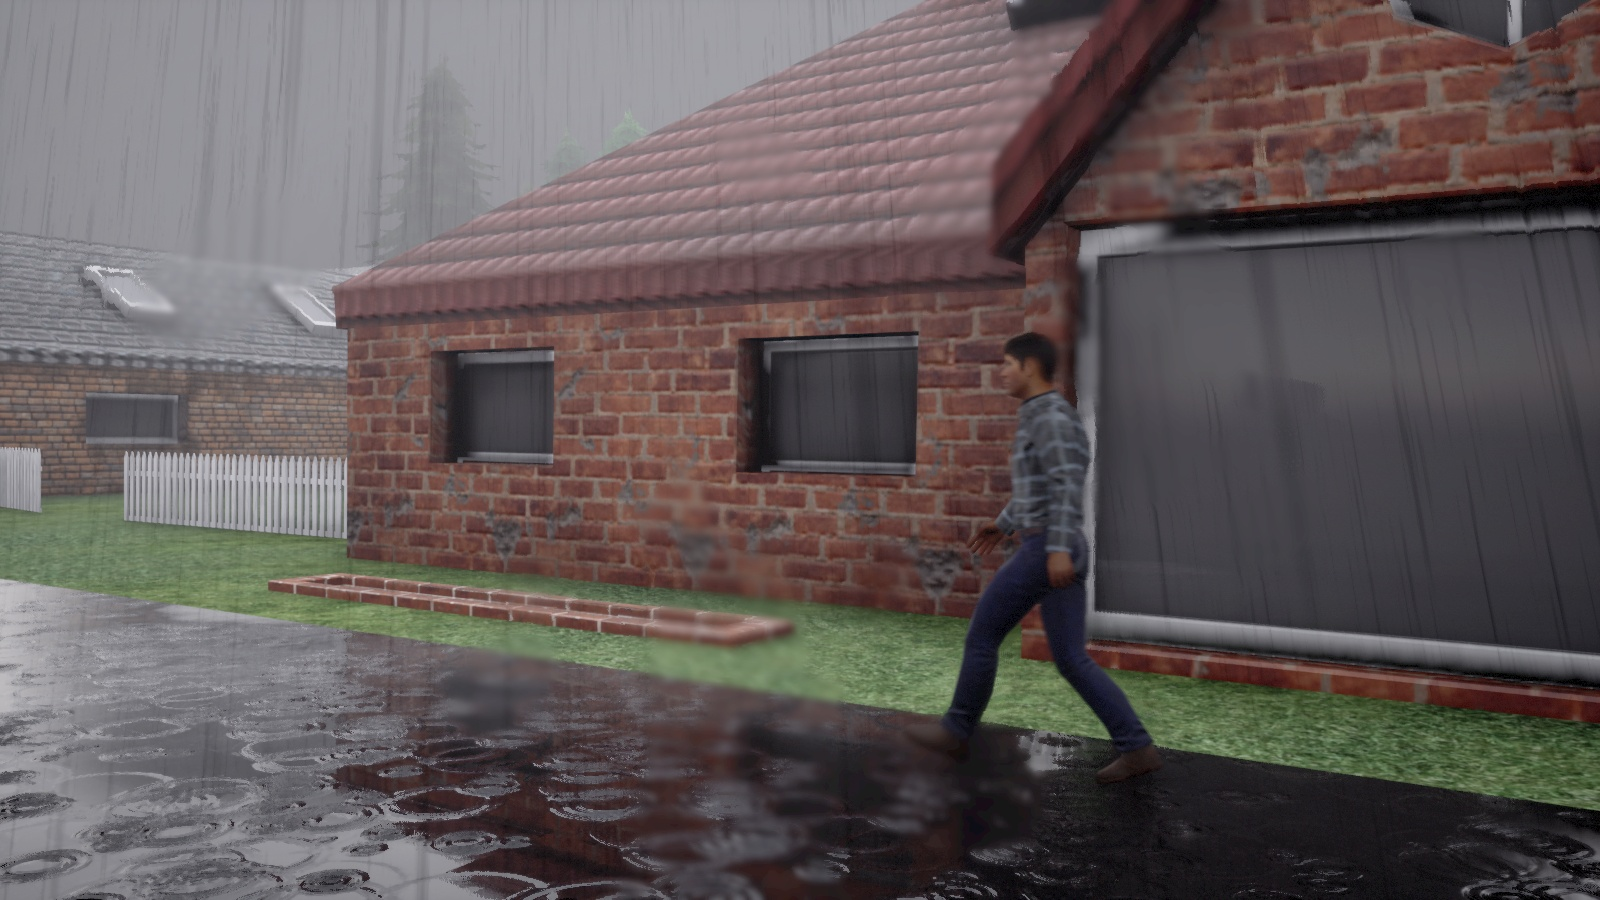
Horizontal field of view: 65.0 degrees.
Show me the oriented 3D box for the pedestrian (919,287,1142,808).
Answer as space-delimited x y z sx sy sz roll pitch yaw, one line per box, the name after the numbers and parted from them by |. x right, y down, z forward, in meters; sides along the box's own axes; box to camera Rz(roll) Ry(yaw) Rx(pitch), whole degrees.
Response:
0.929 0.364 5.051 0.788 1.949 0.423 0 1 25 | pedestrian
